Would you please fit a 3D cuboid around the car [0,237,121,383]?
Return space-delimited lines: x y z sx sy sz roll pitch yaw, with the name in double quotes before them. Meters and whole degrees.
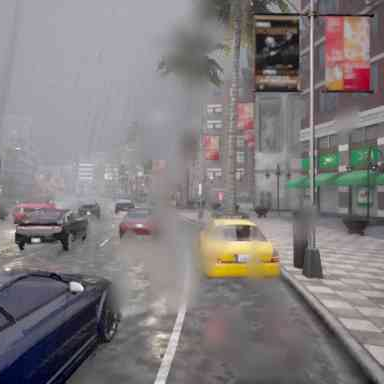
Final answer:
"car" -2.341 1.563 3.869 1.994 1.385 4.181 0 0 7

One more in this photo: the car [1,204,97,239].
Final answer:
"car" -5.703 1.488 14.098 2.128 1.511 4.902 0 0 -5

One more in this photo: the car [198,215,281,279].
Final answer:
"car" 1.182 1.456 10.005 1.801 1.575 5.366 0 0 0

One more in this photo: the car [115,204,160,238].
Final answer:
"car" -2.769 1.562 17.725 1.994 1.385 4.181 0 0 -8

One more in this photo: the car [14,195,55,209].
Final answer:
"car" -11.413 1.222 24.465 2.150 2.045 5.566 0 0 -15

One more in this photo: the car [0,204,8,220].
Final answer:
"car" -15.035 1.543 24.521 2.033 1.411 5.357 0 0 -16

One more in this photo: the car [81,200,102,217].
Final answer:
"car" -9.379 1.502 30.410 1.837 1.490 4.892 0 0 -15

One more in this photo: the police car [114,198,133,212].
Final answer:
"police car" -7.354 1.420 35.796 1.930 1.638 5.238 0 0 -16
